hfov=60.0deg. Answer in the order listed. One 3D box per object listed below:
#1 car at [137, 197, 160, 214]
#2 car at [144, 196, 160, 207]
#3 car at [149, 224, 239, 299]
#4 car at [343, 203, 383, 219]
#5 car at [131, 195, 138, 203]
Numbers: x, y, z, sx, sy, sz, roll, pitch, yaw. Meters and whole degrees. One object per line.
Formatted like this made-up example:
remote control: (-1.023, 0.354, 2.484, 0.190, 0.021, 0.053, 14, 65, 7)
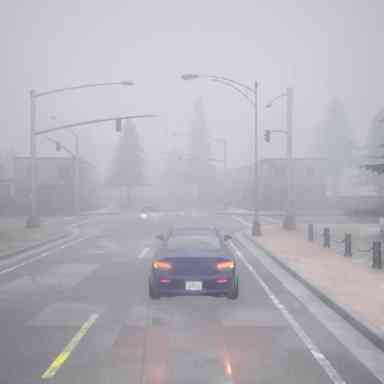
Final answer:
car: (-4.392, 1.513, 35.919, 2.033, 1.411, 5.357, 0, 0, -3)
car: (-6.186, 1.443, 51.332, 1.882, 1.535, 5.008, 0, 0, -14)
car: (0.045, 1.526, 8.305, 1.812, 1.442, 4.674, 0, 0, 0)
car: (15.459, 1.585, 28.173, 4.718, 1.301, 1.895, 0, 0, 2)
car: (-11.538, 1.318, 66.231, 2.097, 1.767, 4.553, 0, 0, -26)
